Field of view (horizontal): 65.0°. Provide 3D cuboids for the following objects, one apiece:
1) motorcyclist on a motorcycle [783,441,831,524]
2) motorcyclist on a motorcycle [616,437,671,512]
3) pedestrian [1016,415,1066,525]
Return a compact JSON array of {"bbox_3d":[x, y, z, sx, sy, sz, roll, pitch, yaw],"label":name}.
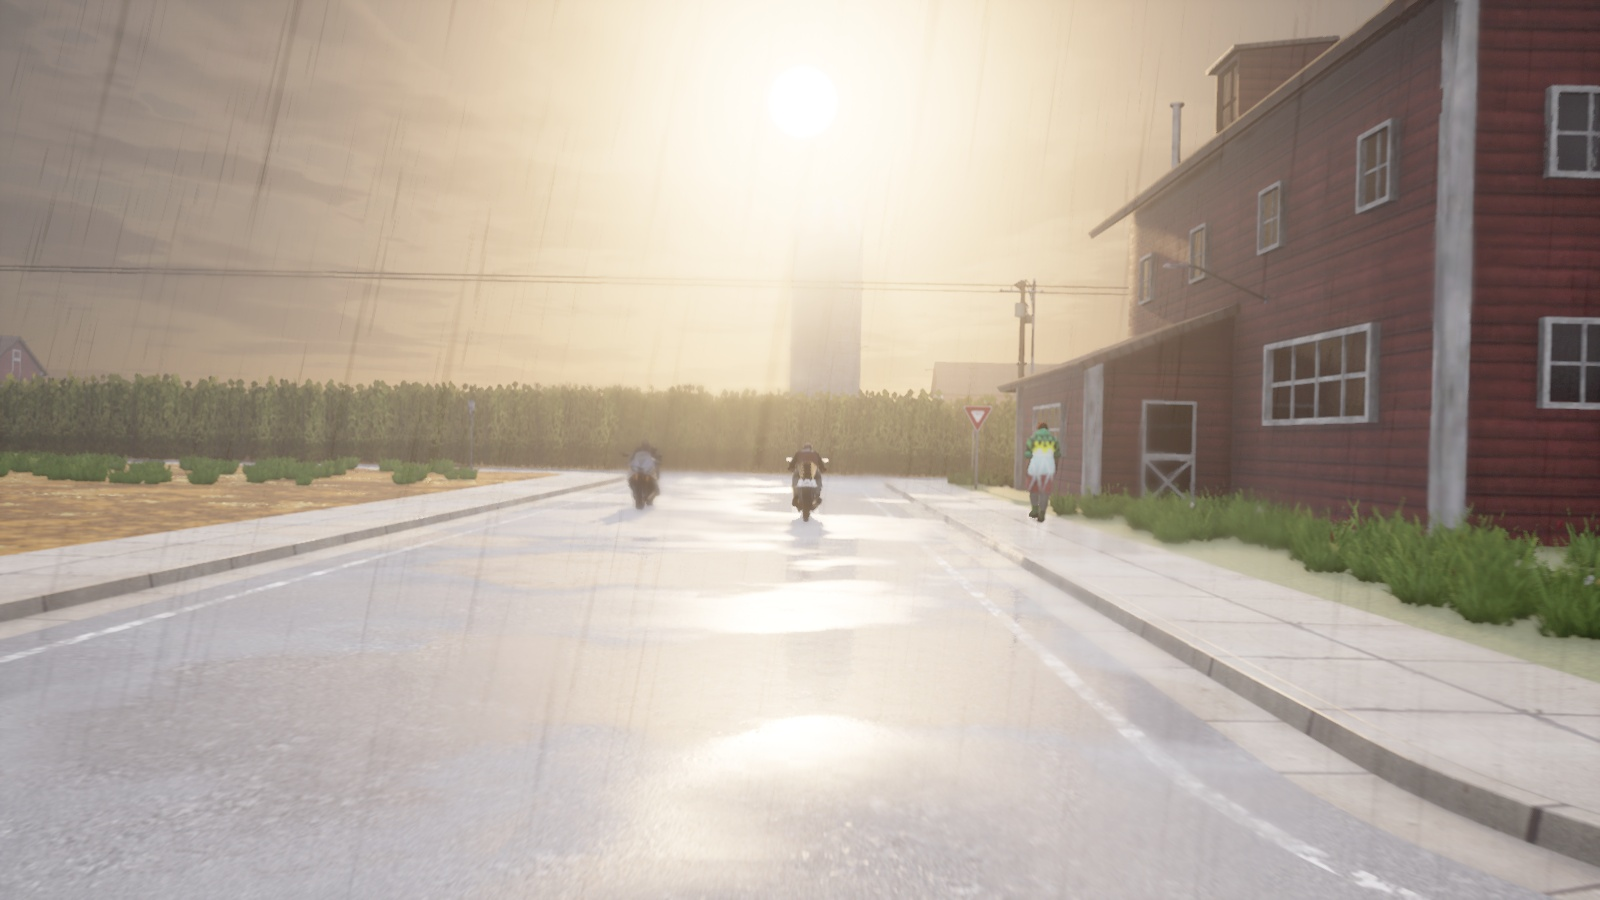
[{"bbox_3d":[0.144,0.608,24.757,0.866,1.530,2.191,1,1,0],"label":"motorcyclist on a motorcycle"},{"bbox_3d":[-3.345,0.502,27.037,0.866,1.530,2.191,1,1,0],"label":"motorcyclist on a motorcycle"},{"bbox_3d":[4.372,0.352,22.819,0.659,1.952,0.873,1,1,-4],"label":"pedestrian"}]
